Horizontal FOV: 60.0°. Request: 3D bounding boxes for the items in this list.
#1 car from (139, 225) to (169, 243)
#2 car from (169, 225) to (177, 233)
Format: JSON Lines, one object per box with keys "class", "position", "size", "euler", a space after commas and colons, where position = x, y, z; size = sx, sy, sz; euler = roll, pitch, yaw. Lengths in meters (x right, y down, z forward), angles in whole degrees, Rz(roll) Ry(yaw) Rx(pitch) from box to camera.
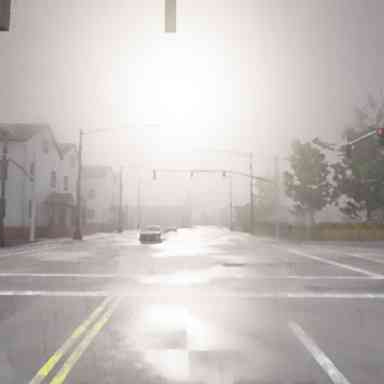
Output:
{"class": "car", "position": [-3.535, 3.778, 30.219], "size": [1.882, 1.535, 5.008], "euler": [0, -4, 1]}
{"class": "car", "position": [-3.489, 6.113, 55.227], "size": [1.994, 1.385, 4.181], "euler": [0, -5, 0]}
